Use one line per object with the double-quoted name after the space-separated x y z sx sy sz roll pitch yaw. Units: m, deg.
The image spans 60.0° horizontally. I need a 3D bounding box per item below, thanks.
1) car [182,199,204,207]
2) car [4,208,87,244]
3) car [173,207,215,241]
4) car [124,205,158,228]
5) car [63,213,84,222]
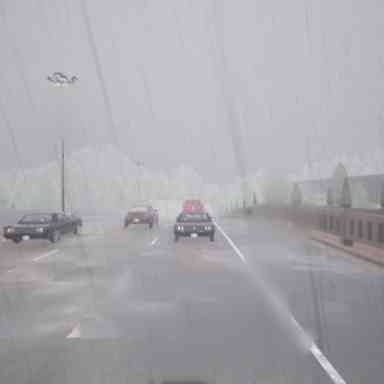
0.105 1.894 35.695 2.150 2.045 5.566 0 -4 0 "car"
-6.898 1.625 16.057 1.895 1.301 4.718 0 0 0 "car"
0.102 1.625 16.776 1.895 1.301 4.718 0 0 0 "car"
-3.397 1.609 22.705 1.812 1.442 4.674 0 -1 0 "car"
-21.019 4.507 59.182 1.837 1.490 4.892 0 -6 1 "car"
